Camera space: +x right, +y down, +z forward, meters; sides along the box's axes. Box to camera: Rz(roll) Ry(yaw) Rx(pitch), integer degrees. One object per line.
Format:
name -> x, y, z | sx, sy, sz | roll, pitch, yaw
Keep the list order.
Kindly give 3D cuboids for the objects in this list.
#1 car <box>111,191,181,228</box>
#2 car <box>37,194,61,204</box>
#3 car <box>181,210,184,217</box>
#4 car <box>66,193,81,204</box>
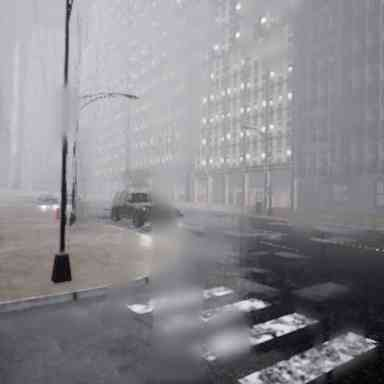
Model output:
car -> -3.272, 0.988, 20.928 | 2.150, 2.045, 5.566 | 1, 0, -35
car -> -18.995, 0.926, 43.658 | 1.895, 1.301, 4.718 | 1, 0, -34
car -> -2.776, 1.322, 25.898 | 2.033, 1.411, 5.357 | 1, 0, -35
car -> -16.957, 0.902, 46.441 | 1.812, 1.442, 4.674 | 1, 0, -34
